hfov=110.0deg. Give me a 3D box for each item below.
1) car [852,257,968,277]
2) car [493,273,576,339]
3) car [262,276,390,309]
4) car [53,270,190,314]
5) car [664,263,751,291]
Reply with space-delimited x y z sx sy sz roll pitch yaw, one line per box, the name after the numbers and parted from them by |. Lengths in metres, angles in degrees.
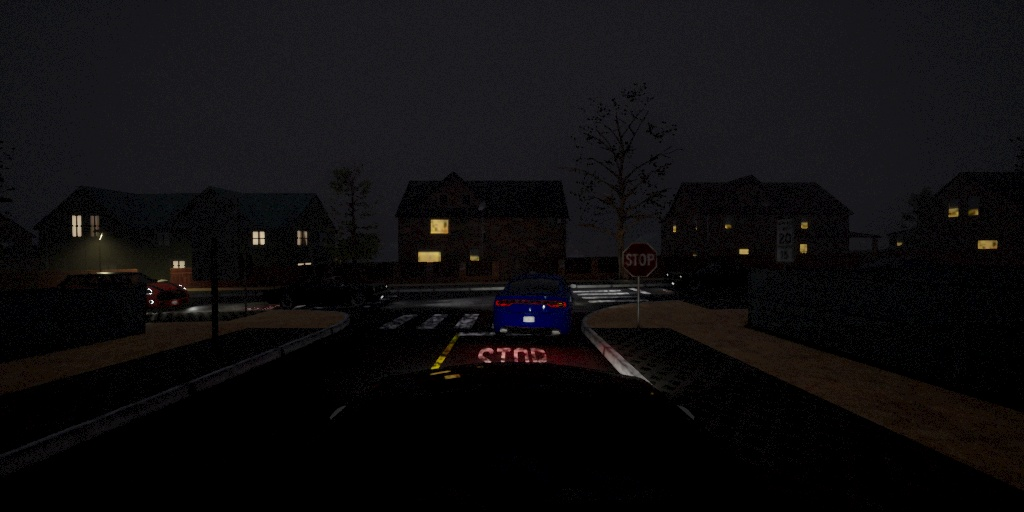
20.063 0.754 18.403 5.357 1.411 2.033 -1 1 0 | car
0.790 1.226 10.239 1.882 1.535 5.008 0 0 10 | car
-7.806 1.506 15.450 4.718 1.301 1.895 -1 1 0 | car
-16.793 1.472 15.446 4.553 1.767 2.097 -1 1 0 | car
10.417 1.034 18.370 4.718 1.301 1.895 -1 1 -1 | car
